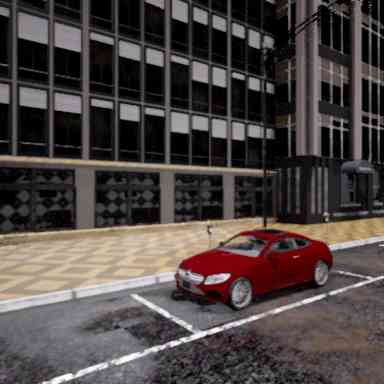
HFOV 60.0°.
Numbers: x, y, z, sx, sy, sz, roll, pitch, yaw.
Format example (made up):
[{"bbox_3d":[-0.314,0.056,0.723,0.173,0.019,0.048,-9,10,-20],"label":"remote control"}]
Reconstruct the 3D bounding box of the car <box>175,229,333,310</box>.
[{"bbox_3d":[1.599,1.557,7.696,4.206,1.307,1.802,0,0,-36],"label":"car"}]
